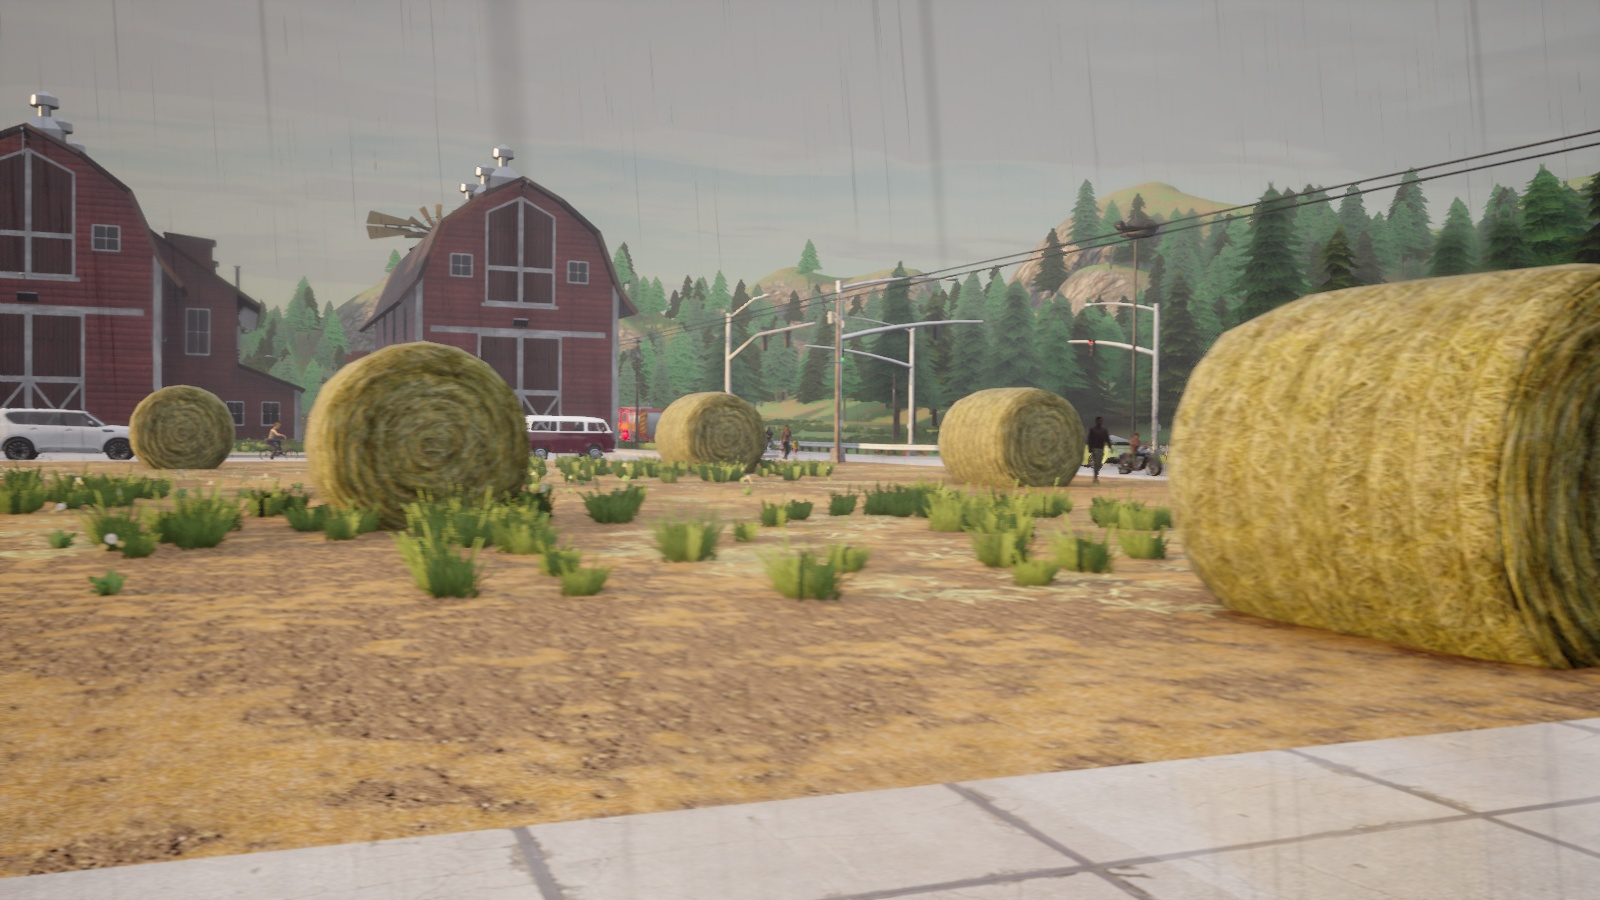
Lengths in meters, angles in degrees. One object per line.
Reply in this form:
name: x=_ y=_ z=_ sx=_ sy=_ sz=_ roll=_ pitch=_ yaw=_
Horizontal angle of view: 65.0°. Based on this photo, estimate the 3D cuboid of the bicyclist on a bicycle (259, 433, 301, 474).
bicyclist on a bicycle: x=-21.311 y=0.135 z=51.478 sx=1.509 sy=1.612 sz=0.866 roll=-1 pitch=1 yaw=-25

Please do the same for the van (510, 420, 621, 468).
van: x=-10.544 y=-0.278 z=56.410 sx=4.480 sy=2.038 sz=2.069 roll=-1 pitch=1 yaw=-25

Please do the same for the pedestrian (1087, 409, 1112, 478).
pedestrian: x=8.089 y=-0.172 z=33.980 sx=0.431 sy=1.840 sz=0.703 roll=-1 pitch=1 yaw=-7

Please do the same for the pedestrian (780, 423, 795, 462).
pedestrian: x=-0.603 y=-0.352 z=59.420 sx=0.328 sy=1.805 sz=0.869 roll=-1 pitch=1 yaw=-28

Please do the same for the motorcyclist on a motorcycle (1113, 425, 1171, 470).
motorcyclist on a motorcycle: x=12.634 y=-0.110 z=46.484 sx=0.766 sy=1.649 sz=2.350 roll=-1 pitch=1 yaw=-24

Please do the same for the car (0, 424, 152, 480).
car: x=-28.129 y=0.041 z=48.349 sx=5.566 sy=2.045 sz=2.150 roll=-1 pitch=1 yaw=-25

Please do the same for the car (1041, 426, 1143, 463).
car: x=12.726 y=-0.253 z=55.022 sx=2.007 sy=1.525 sz=4.514 roll=-1 pitch=1 yaw=-24
